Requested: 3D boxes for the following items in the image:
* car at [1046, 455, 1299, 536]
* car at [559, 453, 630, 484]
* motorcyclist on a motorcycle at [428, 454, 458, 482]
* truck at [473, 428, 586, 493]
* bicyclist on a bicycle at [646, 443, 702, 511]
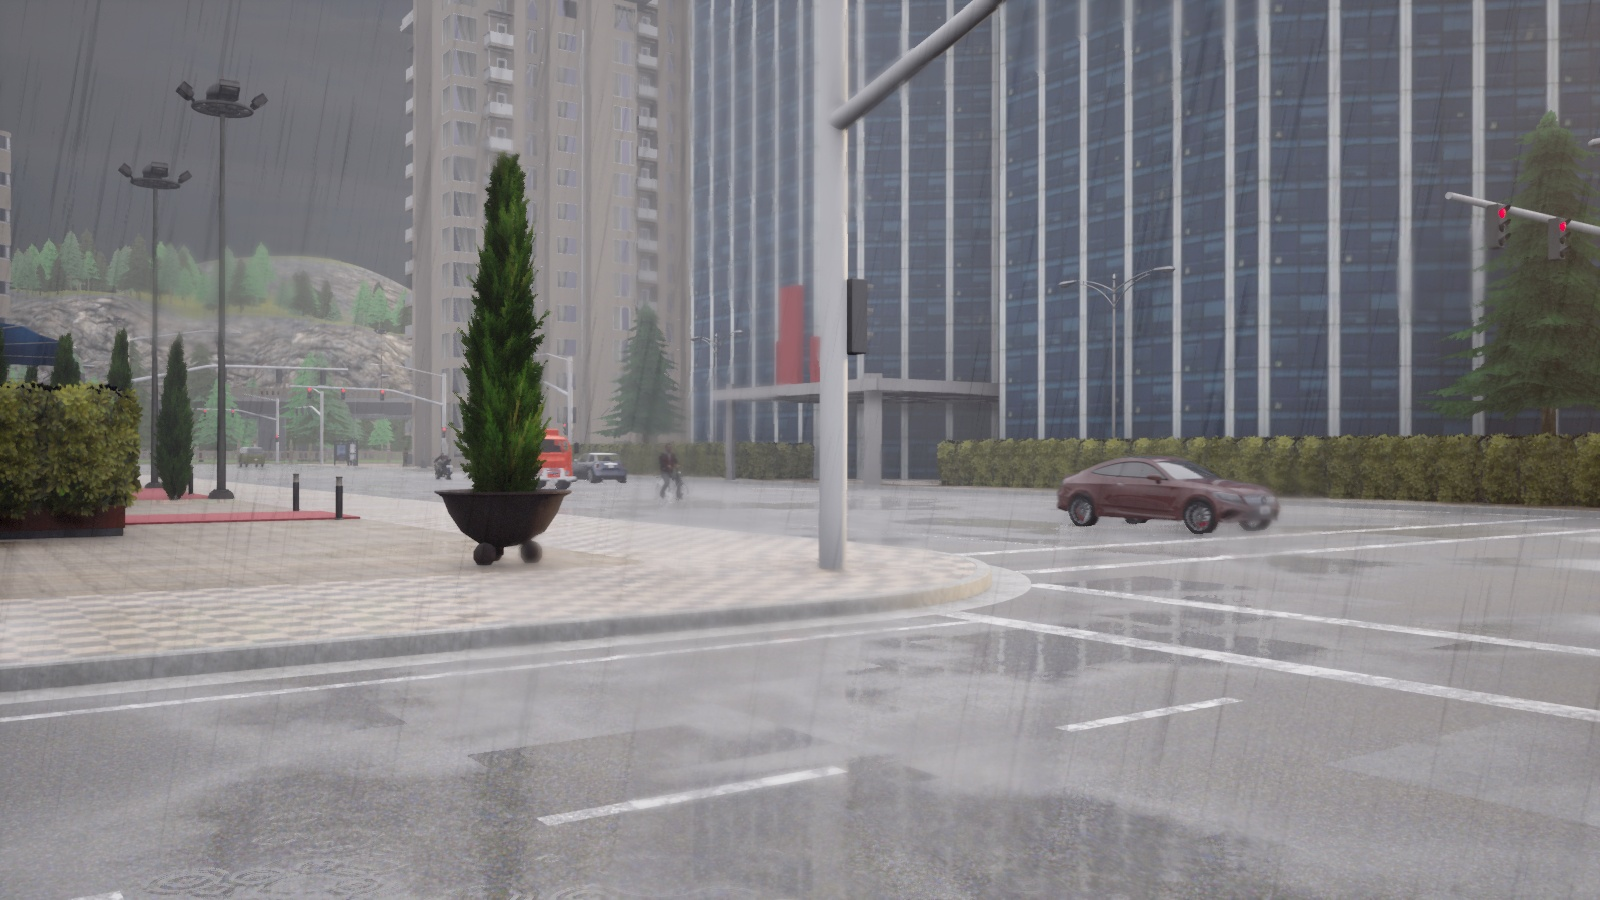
[{"bbox_3d":[7.224,0.816,24.850,1.812,1.442,4.674,0,0,-35],"label":"car"},{"bbox_3d":[-10.097,0.882,61.493,1.970,1.475,3.806,0,0,-35],"label":"car"},{"bbox_3d":[-19.588,0.990,68.870,0.866,1.530,2.191,0,0,-35],"label":"motorcyclist on a motorcycle"},{"bbox_3d":[-10.968,0.405,50.596,2.627,2.467,5.204,0,0,-35],"label":"truck"},{"bbox_3d":[-3.399,0.705,33.810,0.659,1.776,1.843,0,0,-35],"label":"bicyclist on a bicycle"}]
